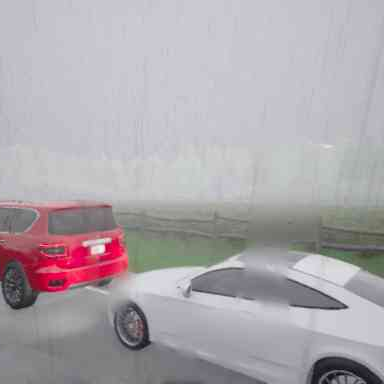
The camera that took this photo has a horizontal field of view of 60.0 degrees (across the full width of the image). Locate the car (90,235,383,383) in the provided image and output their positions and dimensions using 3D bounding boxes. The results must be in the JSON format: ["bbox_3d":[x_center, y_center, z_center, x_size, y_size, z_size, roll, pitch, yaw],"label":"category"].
[{"bbox_3d":[0.891,1.524,4.523,4.674,1.442,1.812,0,0,36],"label":"car"}]

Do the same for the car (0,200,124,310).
[{"bbox_3d":[-4.009,1.204,8.035,5.566,2.045,2.150,0,0,36],"label":"car"}]
